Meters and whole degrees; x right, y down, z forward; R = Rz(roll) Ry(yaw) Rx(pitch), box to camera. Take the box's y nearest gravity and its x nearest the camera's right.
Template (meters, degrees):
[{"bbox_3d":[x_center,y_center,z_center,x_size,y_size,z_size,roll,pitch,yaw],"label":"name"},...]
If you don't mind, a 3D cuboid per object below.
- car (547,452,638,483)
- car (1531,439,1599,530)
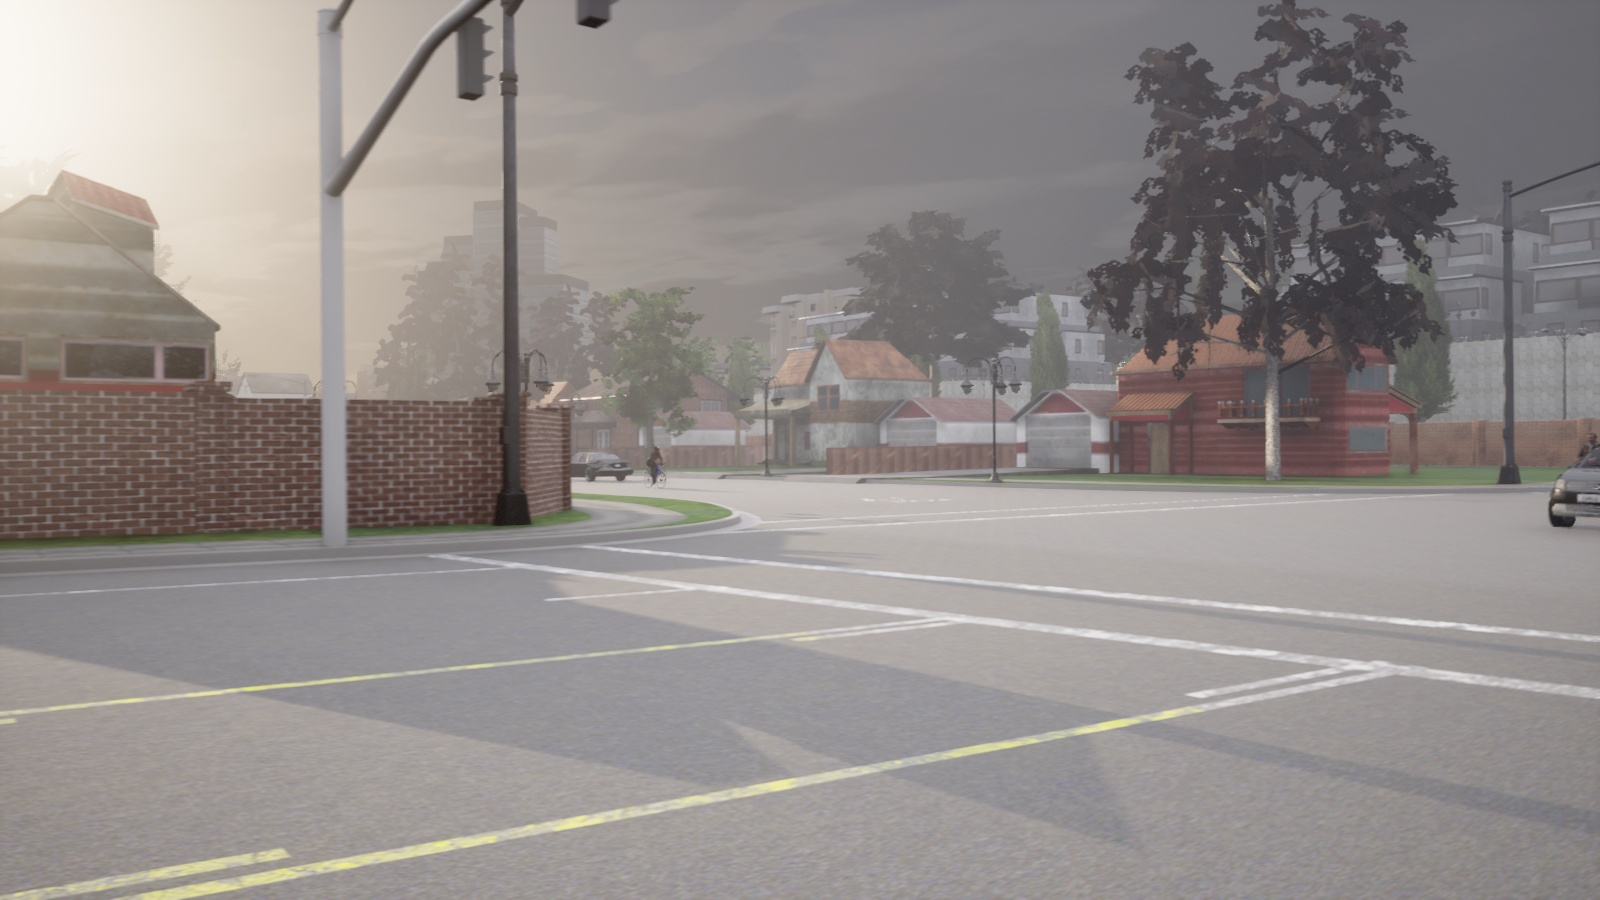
[{"bbox_3d":[-9.901,0.808,59.573,2.033,1.411,5.357,-1,0,-36],"label":"car"},{"bbox_3d":[15.025,0.571,22.642,3.705,1.549,1.789,-1,0,-35],"label":"car"}]
